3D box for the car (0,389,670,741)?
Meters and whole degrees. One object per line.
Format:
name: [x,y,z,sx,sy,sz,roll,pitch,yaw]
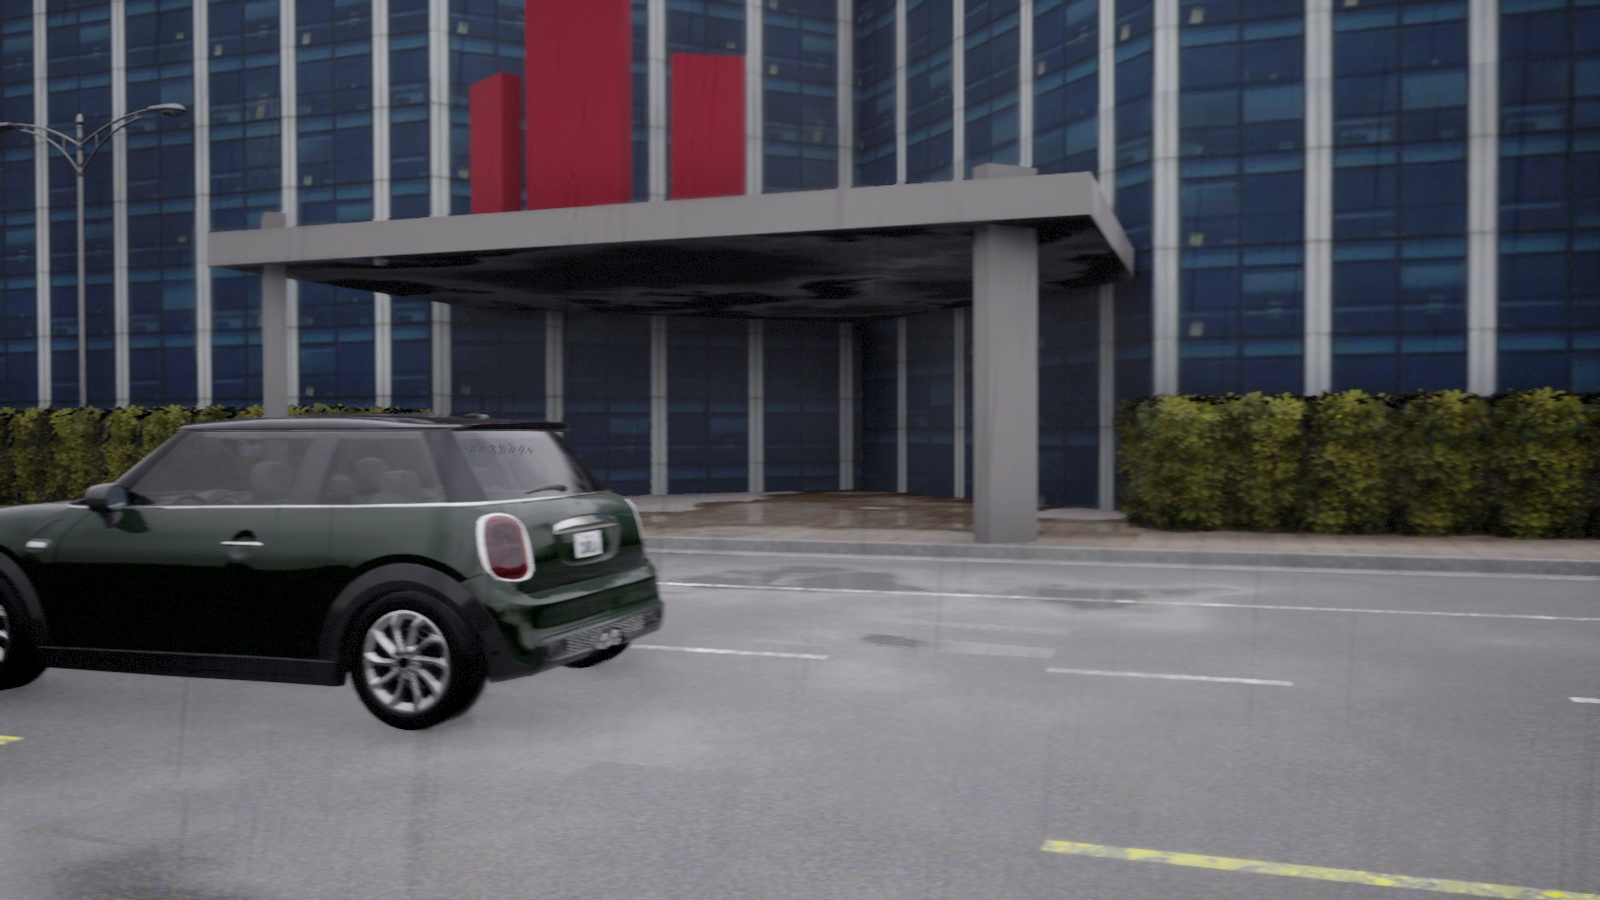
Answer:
car: [-3.353,0.544,8.012,4.553,1.767,2.097,1,1,19]
